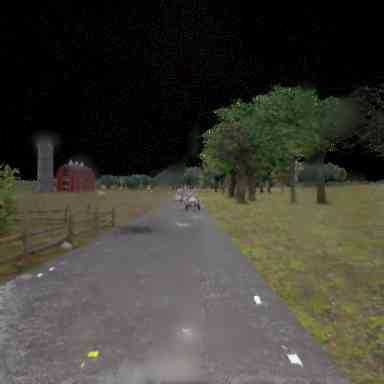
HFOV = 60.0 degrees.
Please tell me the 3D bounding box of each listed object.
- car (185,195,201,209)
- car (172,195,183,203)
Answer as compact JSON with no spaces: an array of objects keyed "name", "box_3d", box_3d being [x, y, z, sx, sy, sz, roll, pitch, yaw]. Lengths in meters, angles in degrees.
[{"name":"car","box_3d":[0.114,1.443,44.107,1.812,1.442,4.674,0,0,0]},{"name":"car","box_3d":[-2.737,1.306,65.472,1.812,1.442,4.674,0,0,0]}]
